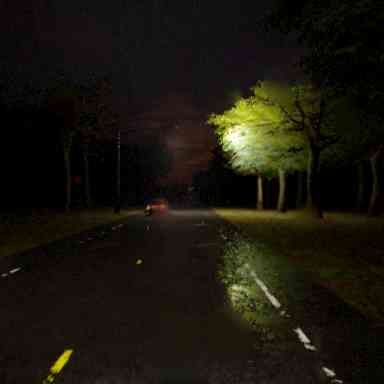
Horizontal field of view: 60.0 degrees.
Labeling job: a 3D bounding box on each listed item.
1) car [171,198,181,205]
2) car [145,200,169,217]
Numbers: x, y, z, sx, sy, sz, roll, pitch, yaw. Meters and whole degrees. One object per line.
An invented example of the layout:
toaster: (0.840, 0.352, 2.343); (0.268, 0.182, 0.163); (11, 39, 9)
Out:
car: (-3.598, 2.190, 75.507); (1.812, 1.442, 4.674); (0, -1, 0)
car: (-3.639, 1.665, 35.082); (2.097, 1.767, 4.553); (0, -1, 0)
